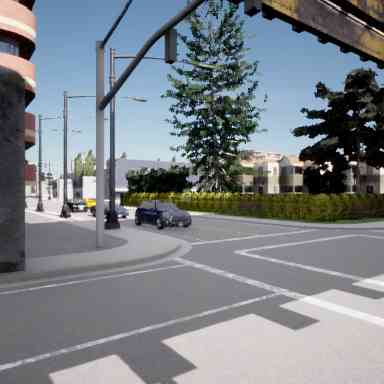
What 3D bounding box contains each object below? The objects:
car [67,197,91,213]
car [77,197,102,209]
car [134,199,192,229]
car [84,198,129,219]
[{"bbox_3d":[-13.292,1.492,37.809,2.128,1.511,4.902,0,0,-35],"label":"car"},{"bbox_3d":[-14.061,1.478,45.323,1.882,1.535,5.008,0,0,-34],"label":"car"},{"bbox_3d":[-1.959,1.352,21.679,2.097,1.767,4.553,0,0,-35],"label":"car"},{"bbox_3d":[-7.434,1.547,29.457,2.033,1.411,5.357,0,0,-35],"label":"car"}]
